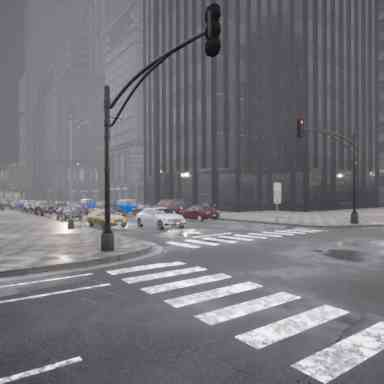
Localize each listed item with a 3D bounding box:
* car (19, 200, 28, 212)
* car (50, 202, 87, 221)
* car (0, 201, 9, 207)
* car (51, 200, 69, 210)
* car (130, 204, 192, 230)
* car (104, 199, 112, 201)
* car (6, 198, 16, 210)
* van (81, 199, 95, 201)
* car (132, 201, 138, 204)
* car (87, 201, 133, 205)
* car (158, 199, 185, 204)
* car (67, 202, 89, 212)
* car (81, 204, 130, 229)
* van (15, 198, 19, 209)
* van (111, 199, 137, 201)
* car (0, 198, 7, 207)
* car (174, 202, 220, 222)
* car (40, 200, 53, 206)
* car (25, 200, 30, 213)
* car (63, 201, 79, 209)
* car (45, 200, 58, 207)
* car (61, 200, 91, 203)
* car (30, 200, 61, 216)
[{"bbox_3d":[-23.353,2.156,48.409,1.967,1.590,4.097,-1,0,-35],"label":"car"},{"bbox_3d":[-12.046,2.003,32.468,2.008,1.369,4.403,-1,0,-35],"label":"car"},{"bbox_3d":[-44.374,2.769,78.058,1.802,1.307,4.206,-1,0,-35],"label":"car"},{"bbox_3d":[-23.041,2.270,57.951,1.882,1.535,5.008,0,-1,-35],"label":"car"},{"bbox_3d":[-2.311,1.789,23.375,1.812,1.442,4.674,0,-1,-37],"label":"car"},{"bbox_3d":[-11.188,1.874,46.033,2.192,1.841,5.009,-1,0,-35],"label":"car"},{"bbox_3d":[-31.935,2.352,60.511,1.967,1.590,4.097,-1,0,-35],"label":"car"},{"bbox_3d":[-17.063,2.036,54.339,1.690,1.788,3.998,-1,0,-35],"label":"van"},{"bbox_3d":[-5.306,2.003,37.727,1.802,1.307,4.206,-1,0,-35],"label":"car"},{"bbox_3d":[-7.723,1.882,30.995,2.128,1.511,4.902,0,-1,-35],"label":"car"},{"bbox_3d":[-2.375,1.668,33.574,2.192,1.841,5.009,-1,0,-35],"label":"car"},{"bbox_3d":[-17.060,2.256,49.568,1.895,1.301,4.718,0,-1,-35],"label":"car"},{"bbox_3d":[-6.296,1.843,24.358,1.752,1.417,4.829,-1,0,-35],"label":"car"},{"bbox_3d":[-26.181,2.122,52.395,1.690,1.788,3.998,-1,0,-35],"label":"van"},{"bbox_3d":[-8.250,1.832,41.880,1.690,1.788,3.998,-1,0,-35],"label":"van"},{"bbox_3d":[-41.265,2.665,73.672,1.887,1.381,4.507,-1,0,-35],"label":"car"},{"bbox_3d":[0.569,1.828,29.421,1.887,1.381,4.507,-1,0,-35],"label":"car"},{"bbox_3d":[-34.715,2.658,79.174,1.947,1.339,4.313,-1,0,-35],"label":"car"},{"bbox_3d":[-20.525,2.195,44.424,1.887,1.381,4.507,-1,0,-35],"label":"car"},{"bbox_3d":[-22.678,2.405,62.199,1.802,1.307,4.206,-1,0,-35],"label":"car"},{"bbox_3d":[-31.705,2.593,74.930,1.947,1.339,4.313,-1,0,-35],"label":"car"},{"bbox_3d":[-13.741,2.058,39.498,1.812,1.442,4.674,0,-1,-35],"label":"car"},{"bbox_3d":[-17.704,1.900,40.439,2.192,1.841,5.009,-1,0,-35],"label":"car"}]
